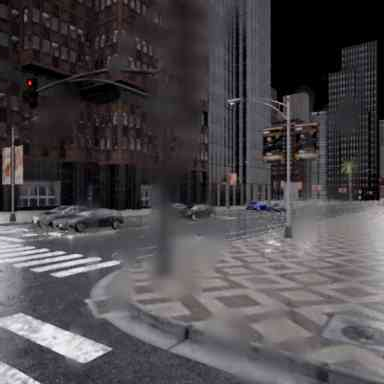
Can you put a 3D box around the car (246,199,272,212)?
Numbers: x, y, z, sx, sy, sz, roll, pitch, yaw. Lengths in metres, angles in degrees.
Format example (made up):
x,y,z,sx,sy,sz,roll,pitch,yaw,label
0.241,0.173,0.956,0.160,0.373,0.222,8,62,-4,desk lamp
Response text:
x,y,z,sx,sy,sz,roll,pitch,yaw,label
10.025,2.210,51.103,1.882,1.535,5.008,0,-1,35,car

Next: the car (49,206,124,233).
x,y,z,sx,sy,sz,roll,pitch,yaw,label
-6.553,1.771,21.906,1.812,1.442,4.674,0,-1,35,car

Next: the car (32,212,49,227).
x,y,z,sx,sy,sz,roll,pitch,yaw,label
-8.993,1.741,24.085,2.128,1.511,4.902,0,-1,35,car

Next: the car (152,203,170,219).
x,y,z,sx,sy,sz,roll,pitch,yaw,label
-2.051,1.913,33.999,2.128,1.511,4.902,0,0,35,car

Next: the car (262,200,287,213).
x,y,z,sx,sy,sz,roll,pitch,yaw,label
12.788,2.284,49.378,2.033,1.411,5.357,0,-1,35,car

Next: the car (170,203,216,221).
x,y,z,sx,sy,sz,roll,pitch,yaw,label
0.398,1.899,31.833,1.882,1.535,5.008,0,-1,35,car
